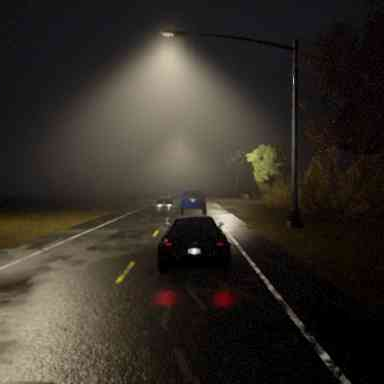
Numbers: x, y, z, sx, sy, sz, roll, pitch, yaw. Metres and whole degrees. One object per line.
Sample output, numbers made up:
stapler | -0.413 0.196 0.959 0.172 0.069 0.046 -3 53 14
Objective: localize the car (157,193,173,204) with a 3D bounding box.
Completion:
car | -3.571 0.833 44.422 2.033 1.411 5.357 0 1 0

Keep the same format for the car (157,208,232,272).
car | 0.072 1.400 10.228 1.994 1.385 4.181 0 1 0

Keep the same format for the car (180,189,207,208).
car | 0.101 0.752 29.280 2.150 2.045 5.566 0 1 0
